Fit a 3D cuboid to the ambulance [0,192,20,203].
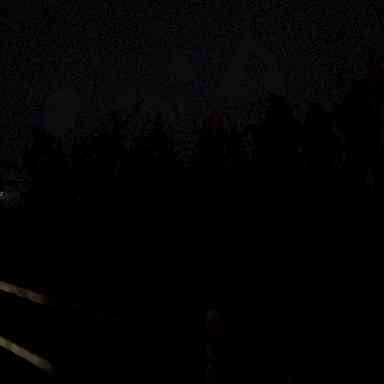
[{"bbox_3d":[-44.922,1.300,79.994,2.351,2.431,6.366,1,0,36],"label":"ambulance"}]
